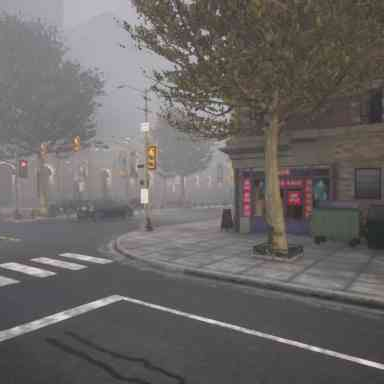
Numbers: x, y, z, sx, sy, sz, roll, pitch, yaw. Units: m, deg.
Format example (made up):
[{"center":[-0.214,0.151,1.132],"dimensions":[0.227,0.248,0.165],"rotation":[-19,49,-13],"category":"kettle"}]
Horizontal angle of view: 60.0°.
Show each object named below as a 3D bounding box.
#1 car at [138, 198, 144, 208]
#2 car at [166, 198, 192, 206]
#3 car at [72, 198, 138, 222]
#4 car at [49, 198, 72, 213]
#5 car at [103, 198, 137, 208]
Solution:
[{"center":[-8.038,1.526,45.536],"dimensions":[1.812,1.442,4.674],"rotation":[0,0,36],"category":"car"},{"center":[-2.148,1.601,53.733],"dimensions":[1.895,1.301,4.718],"rotation":[0,0,36],"category":"car"},{"center":[-6.962,1.352,27.040],"dimensions":[2.097,1.767,4.553],"rotation":[0,0,36],"category":"car"},{"center":[-13.875,1.505,37.444],"dimensions":[1.837,1.490,4.892],"rotation":[0,0,36],"category":"car"},{"center":[-10.251,1.595,47.876],"dimensions":[1.895,1.301,4.718],"rotation":[0,0,36],"category":"car"}]
